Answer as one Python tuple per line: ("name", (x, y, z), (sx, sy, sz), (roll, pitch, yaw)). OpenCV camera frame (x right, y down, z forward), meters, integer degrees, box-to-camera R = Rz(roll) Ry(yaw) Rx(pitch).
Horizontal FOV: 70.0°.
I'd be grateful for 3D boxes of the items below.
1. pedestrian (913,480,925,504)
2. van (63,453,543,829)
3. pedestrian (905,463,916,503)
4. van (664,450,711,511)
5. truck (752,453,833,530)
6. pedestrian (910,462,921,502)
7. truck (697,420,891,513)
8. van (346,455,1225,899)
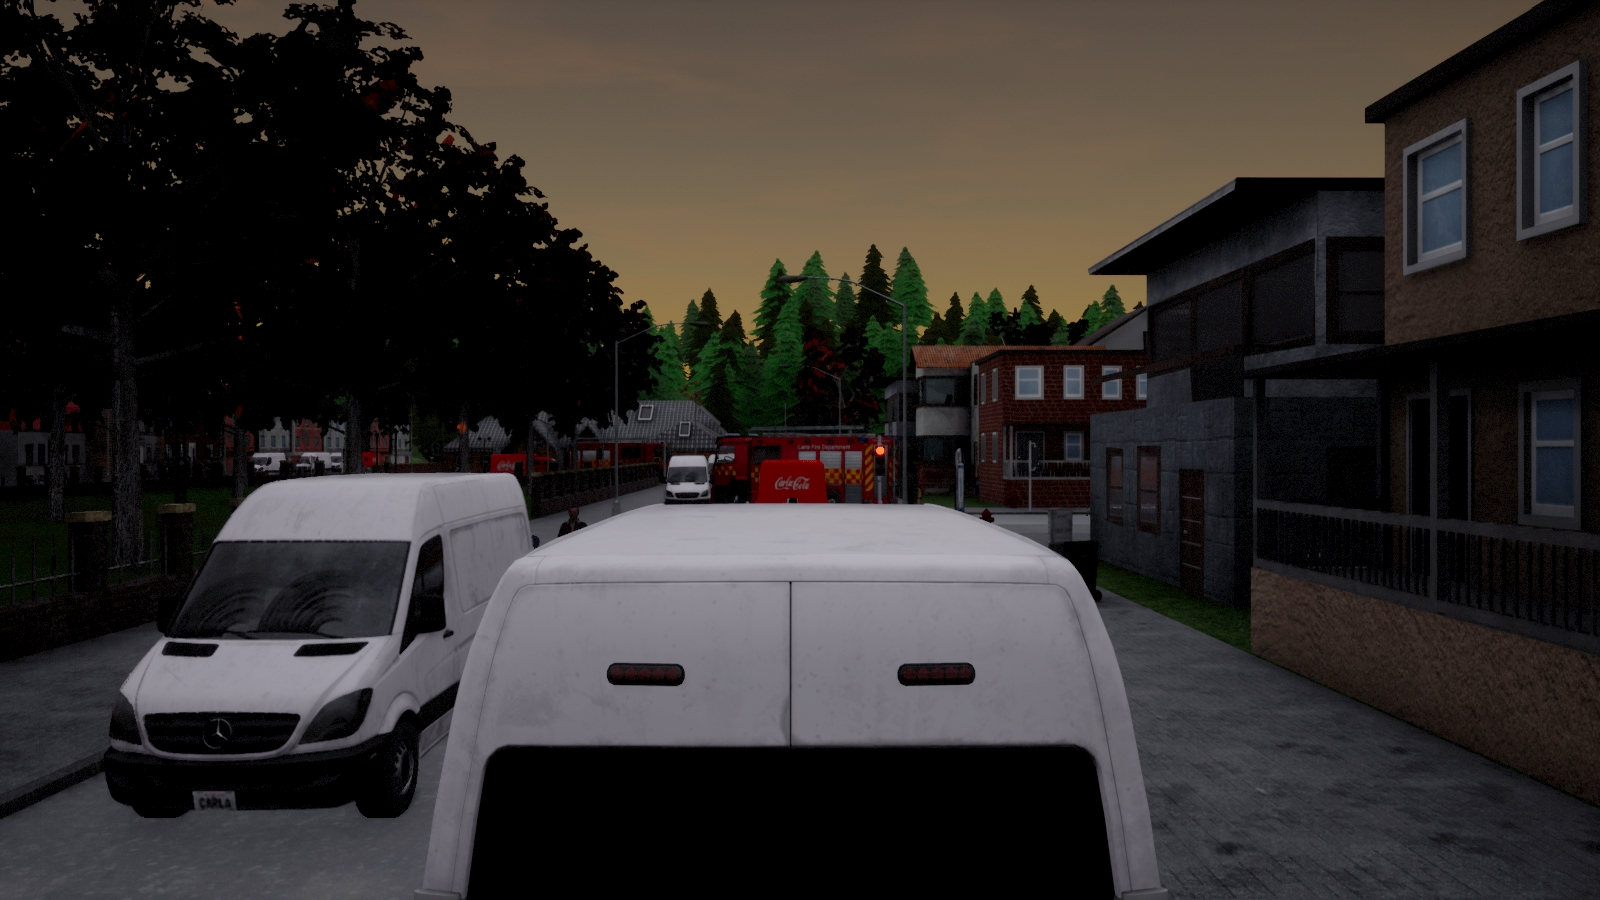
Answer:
("pedestrian", (5.402, 1.896, 51.694), (0.500, 1.100, 0.500), (0, 0, 9))
("van", (-4.060, 1.315, 10.763), (1.988, 2.561, 5.915), (0, 0, -1))
("pedestrian", (5.085, 1.516, 52.590), (0.375, 1.860, 0.375), (0, 0, -27))
("van", (-5.050, 1.317, 51.807), (1.988, 2.561, 5.915), (-1, 0, -5))
("truck", (-0.258, 1.348, 39.562), (2.627, 2.467, 5.204), (0, 0, 0))
("pedestrian", (5.477, 1.517, 54.272), (0.375, 1.860, 0.375), (0, 0, -36))
("truck", (-0.369, 0.670, 50.532), (8.468, 3.827, 2.891), (0, 0, 36))
("van", (-0.041, 1.314, 5.541), (1.988, 2.561, 5.915), (0, 0, 0))
